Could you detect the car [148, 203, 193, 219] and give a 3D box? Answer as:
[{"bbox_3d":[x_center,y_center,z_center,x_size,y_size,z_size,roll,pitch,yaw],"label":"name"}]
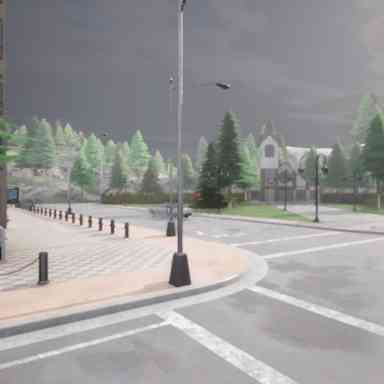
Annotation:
[{"bbox_3d":[-1.974,1.590,28.907,1.895,1.301,4.718,0,0,-35],"label":"car"}]
